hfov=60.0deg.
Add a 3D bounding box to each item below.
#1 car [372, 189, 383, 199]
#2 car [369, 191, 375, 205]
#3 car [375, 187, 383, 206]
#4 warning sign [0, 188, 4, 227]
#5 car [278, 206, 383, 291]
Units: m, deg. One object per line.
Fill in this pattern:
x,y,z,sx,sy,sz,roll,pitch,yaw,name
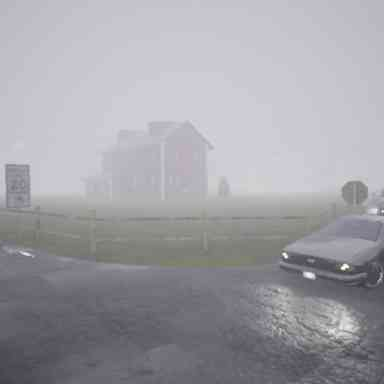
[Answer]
28.728,0.266,50.222,1.994,1.385,4.181,0,1,18,car
19.750,0.595,34.890,2.128,1.511,4.902,0,1,23,car
13.367,0.660,21.644,2.150,2.045,5.566,0,2,28,car
-9.978,0.760,15.990,1.060,1.860,1.300,1,2,40,warning sign
4.560,1.324,8.657,5.357,1.411,2.033,-1,2,-38,car
